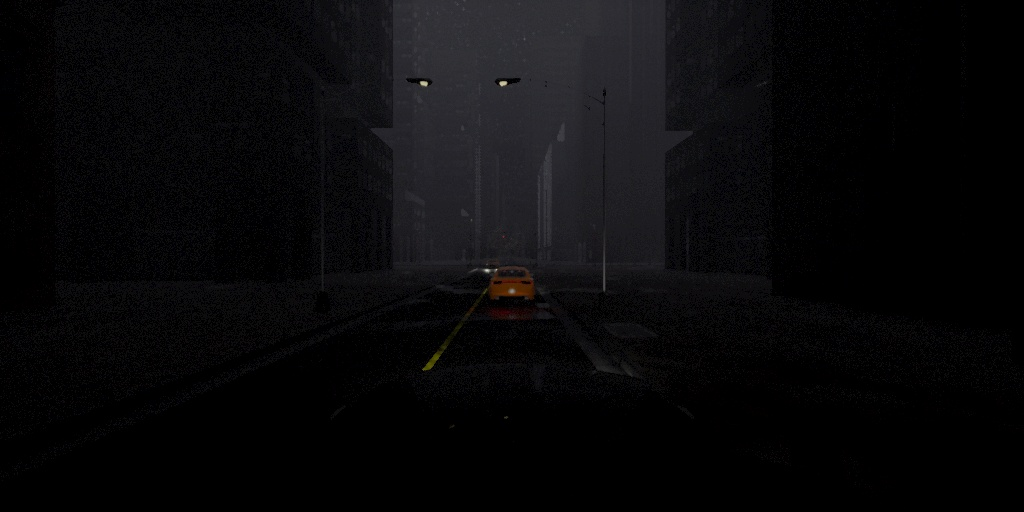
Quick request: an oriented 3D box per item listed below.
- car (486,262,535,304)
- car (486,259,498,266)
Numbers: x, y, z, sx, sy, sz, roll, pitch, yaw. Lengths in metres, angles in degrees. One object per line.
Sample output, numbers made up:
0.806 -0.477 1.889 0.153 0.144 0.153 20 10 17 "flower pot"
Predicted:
0.000 1.233 16.500 1.882 1.535 5.008 0 0 0 "car"
-3.000 1.233 56.499 1.882 1.535 5.008 0 0 0 "car"
